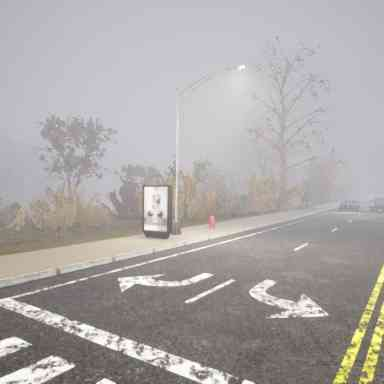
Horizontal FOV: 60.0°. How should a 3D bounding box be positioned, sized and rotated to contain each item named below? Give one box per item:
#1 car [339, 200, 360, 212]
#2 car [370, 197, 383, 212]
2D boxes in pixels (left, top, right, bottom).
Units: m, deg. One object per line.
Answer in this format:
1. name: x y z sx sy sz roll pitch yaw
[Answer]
1. car: 18.778 1.602 39.625 1.994 1.385 4.181 0 0 31
2. car: 21.590 1.393 37.996 2.097 1.767 4.553 0 0 31
